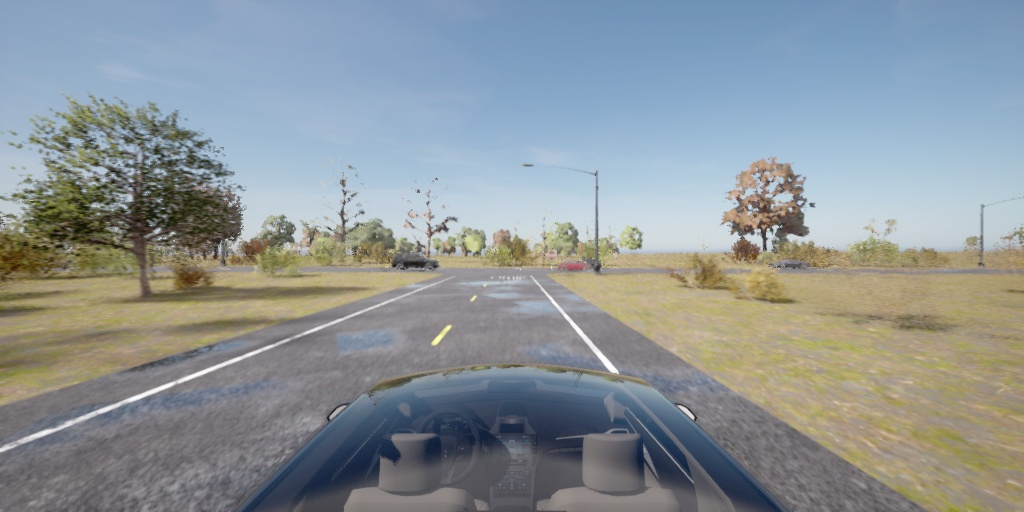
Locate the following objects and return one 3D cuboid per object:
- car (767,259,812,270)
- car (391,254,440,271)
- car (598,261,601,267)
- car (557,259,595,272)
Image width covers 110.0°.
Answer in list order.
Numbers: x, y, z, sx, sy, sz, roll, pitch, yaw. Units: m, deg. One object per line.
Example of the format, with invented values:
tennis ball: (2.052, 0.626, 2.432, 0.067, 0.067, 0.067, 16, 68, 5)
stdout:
car: (39.676, 1.196, 51.261, 5.357, 1.411, 2.033, 0, 0, -2)
car: (-11.524, 0.756, 42.858, 5.566, 2.045, 2.150, 0, 0, -2)
car: (10.037, 1.153, 50.406, 4.892, 1.490, 1.837, -1, 0, -2)
car: (7.586, 1.160, 43.326, 4.181, 1.385, 1.994, 0, 0, -2)
